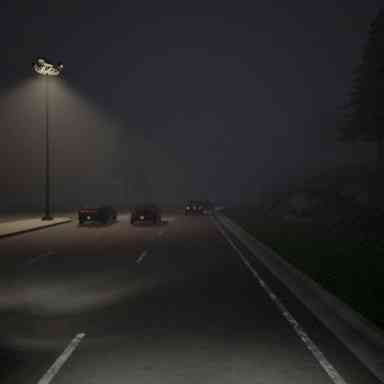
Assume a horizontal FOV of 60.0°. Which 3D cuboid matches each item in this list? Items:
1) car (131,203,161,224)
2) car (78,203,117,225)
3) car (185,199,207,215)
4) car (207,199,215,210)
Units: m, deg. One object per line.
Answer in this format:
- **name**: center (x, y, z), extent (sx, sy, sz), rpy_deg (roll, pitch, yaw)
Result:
- **car**: center (-3.396, 1.555, 24.952), extent (1.812, 1.442, 4.674), rpy_deg (0, 0, 0)
- **car**: center (-6.897, 1.521, 24.676), extent (2.128, 1.511, 4.902), rpy_deg (0, 0, 0)
- **car**: center (0.301, 1.588, 34.531), extent (2.033, 1.411, 5.357), rpy_deg (0, 0, 2)
- **car**: center (1.777, 1.616, 43.882), extent (1.994, 1.385, 4.181), rpy_deg (0, 0, 14)
